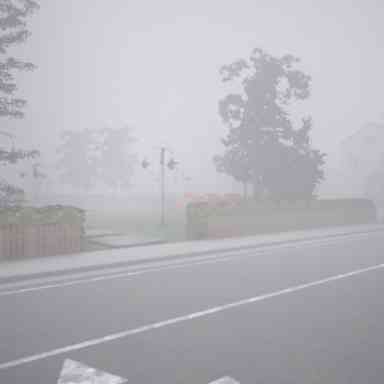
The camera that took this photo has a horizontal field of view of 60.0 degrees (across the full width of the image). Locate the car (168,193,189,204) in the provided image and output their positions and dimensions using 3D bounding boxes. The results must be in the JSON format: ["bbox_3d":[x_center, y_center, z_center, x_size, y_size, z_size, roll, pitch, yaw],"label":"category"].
[{"bbox_3d":[-2.818,1.224,63.421,2.150,2.045,5.566,0,0,-35],"label":"car"}]
